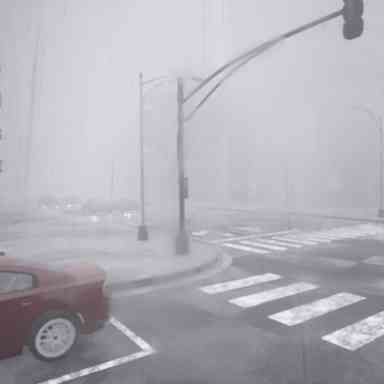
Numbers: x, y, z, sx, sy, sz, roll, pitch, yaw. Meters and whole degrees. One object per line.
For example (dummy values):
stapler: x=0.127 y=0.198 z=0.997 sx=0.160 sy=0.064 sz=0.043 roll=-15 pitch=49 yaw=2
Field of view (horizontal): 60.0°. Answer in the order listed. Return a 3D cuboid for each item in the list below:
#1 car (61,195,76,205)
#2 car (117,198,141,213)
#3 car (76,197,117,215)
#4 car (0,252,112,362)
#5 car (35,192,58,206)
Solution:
car: x=-18.438 y=1.182 z=50.476 sx=1.994 sy=1.385 sz=4.181 roll=-1 pitch=1 yaw=-35
car: x=-6.732 y=1.334 z=33.864 sx=1.994 sy=1.385 sz=4.181 roll=-1 pitch=1 yaw=-35
car: x=-9.210 y=1.346 z=31.740 sx=1.812 sy=1.442 sz=4.674 roll=-1 pitch=1 yaw=-35
car: x=-3.319 y=1.545 z=4.294 sx=4.507 sy=1.381 sz=1.887 roll=0 pitch=-1 yaw=-35
car: x=-21.042 y=1.140 z=48.527 sx=1.882 sy=1.535 sz=5.008 roll=-1 pitch=1 yaw=-35
